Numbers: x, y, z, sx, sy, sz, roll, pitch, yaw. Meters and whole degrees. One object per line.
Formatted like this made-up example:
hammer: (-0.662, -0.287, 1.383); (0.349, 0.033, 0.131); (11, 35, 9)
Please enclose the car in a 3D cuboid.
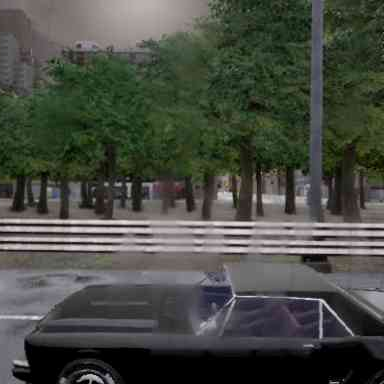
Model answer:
car: (0.573, 1.593, 3.990); (4.718, 1.301, 1.895); (1, 0, 1)
